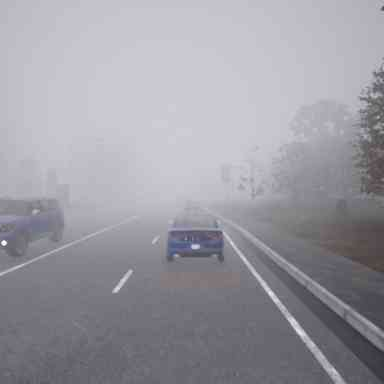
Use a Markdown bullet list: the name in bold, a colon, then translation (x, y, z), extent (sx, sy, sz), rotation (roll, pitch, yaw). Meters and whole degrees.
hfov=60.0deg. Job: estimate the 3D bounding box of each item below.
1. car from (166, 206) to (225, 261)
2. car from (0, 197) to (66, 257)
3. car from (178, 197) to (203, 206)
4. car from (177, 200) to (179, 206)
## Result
- **car**: translation (0.114, 1.489, 12.421), extent (1.882, 1.535, 5.008), rotation (0, 0, 0)
- **car**: translation (-6.994, 1.228, 13.360), extent (2.150, 2.045, 5.566), rotation (0, 0, 0)
- **car**: translation (0.059, 1.509, 30.719), extent (2.033, 1.411, 5.357), rotation (0, 0, 0)
- **car**: translation (-0.893, 1.401, 48.806), extent (1.994, 1.385, 4.181), rotation (0, 0, 10)
